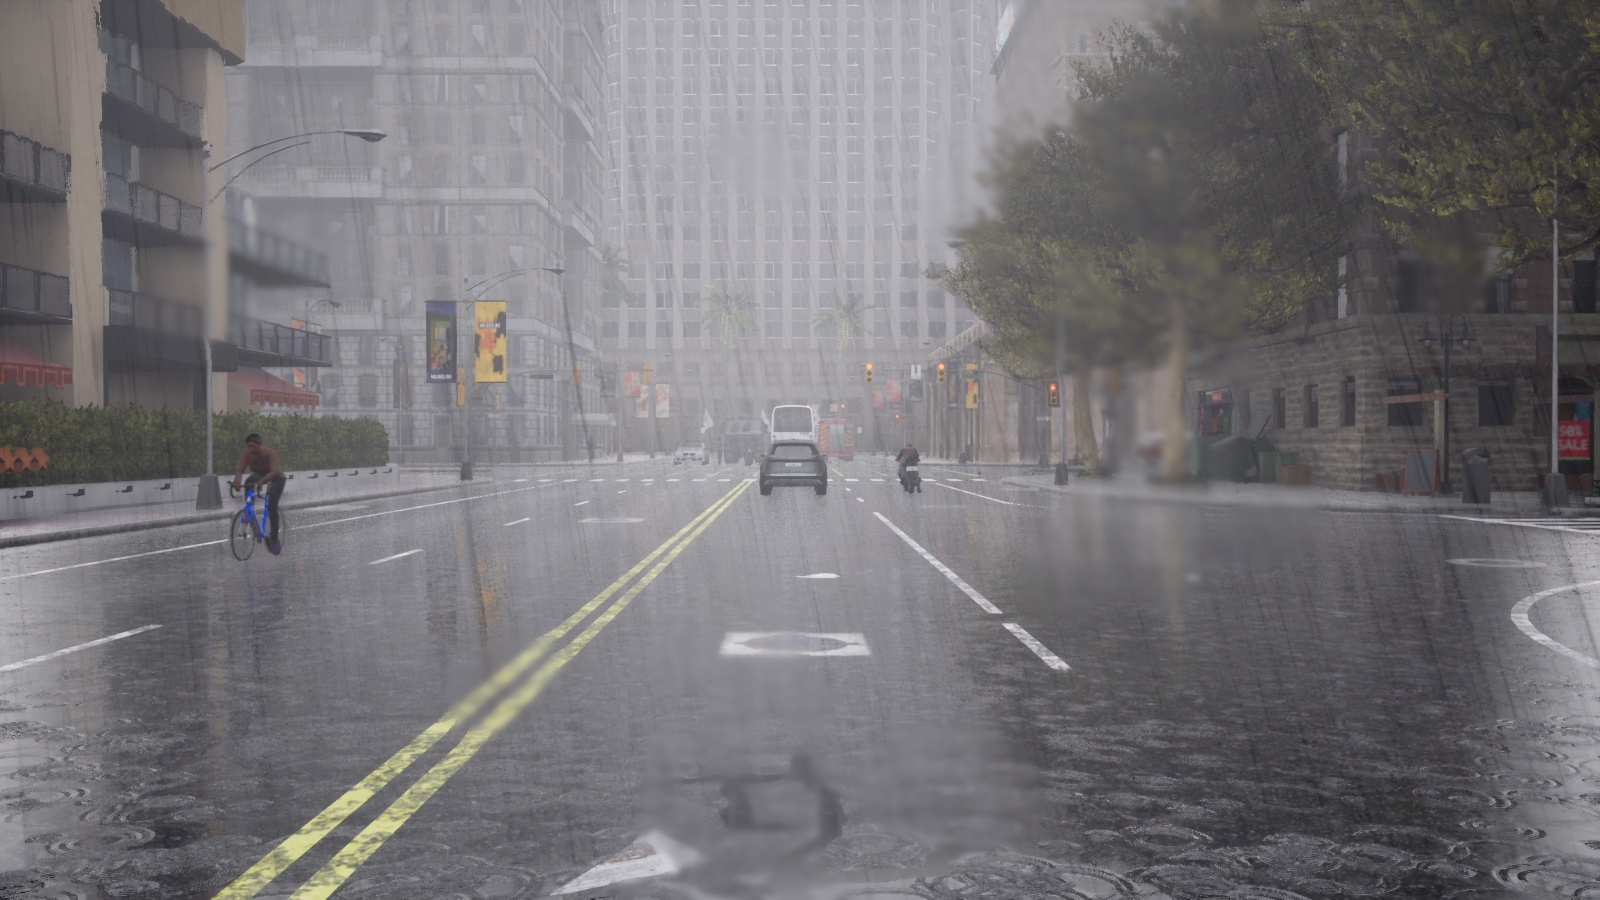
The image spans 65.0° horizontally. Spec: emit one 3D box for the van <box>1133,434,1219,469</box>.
[{"bbox_3d":[22.090,0.071,73.871,4.480,2.038,2.069,0,0,1],"label":"van"}]

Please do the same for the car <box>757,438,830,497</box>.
[{"bbox_3d":[-0.196,0.465,37.376,2.033,1.649,4.856,0,0,0],"label":"car"}]

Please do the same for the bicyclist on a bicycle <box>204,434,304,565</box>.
[{"bbox_3d":[-7.067,0.601,16.329,0.582,1.620,1.656,0,1,0],"label":"bicyclist on a bicycle"}]

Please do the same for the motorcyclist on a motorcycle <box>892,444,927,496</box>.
[{"bbox_3d":[3.298,0.569,38.045,0.866,1.530,2.191,0,0,0],"label":"motorcyclist on a motorcycle"}]

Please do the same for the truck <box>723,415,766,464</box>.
[{"bbox_3d":[-4.044,-0.767,93.571,2.891,3.462,7.936,0,0,0],"label":"truck"}]

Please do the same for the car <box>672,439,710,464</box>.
[{"bbox_3d":[-7.499,0.097,86.692,2.242,1.667,4.611,0,0,0],"label":"car"}]

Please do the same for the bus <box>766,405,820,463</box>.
[{"bbox_3d":[-0.563,-1.176,96.592,3.944,4.253,10.273,0,0,0],"label":"bus"}]
